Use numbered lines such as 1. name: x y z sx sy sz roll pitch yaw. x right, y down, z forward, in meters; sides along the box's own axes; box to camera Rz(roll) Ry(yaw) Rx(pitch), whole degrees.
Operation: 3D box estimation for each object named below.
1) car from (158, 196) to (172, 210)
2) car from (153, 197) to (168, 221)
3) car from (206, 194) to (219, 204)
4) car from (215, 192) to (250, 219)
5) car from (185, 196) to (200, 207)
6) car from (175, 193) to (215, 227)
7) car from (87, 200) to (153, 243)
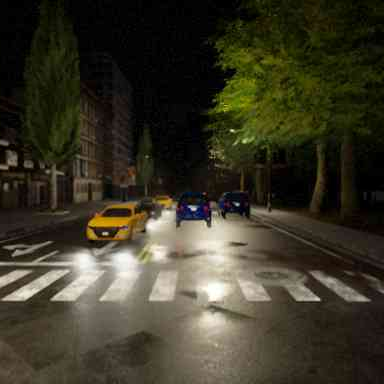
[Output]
1. car: -3.300 1.202 37.255 1.882 1.535 5.008 0 0 1
2. car: -3.322 1.349 25.544 2.033 1.411 5.357 0 0 0
3. car: 3.348 1.131 55.542 1.837 1.490 4.892 0 0 0
4. car: 3.349 1.012 27.198 2.150 2.045 5.566 0 0 0
5. car: 0.099 1.279 45.420 1.895 1.301 4.718 0 0 0
6. car: 0.100 1.052 21.536 2.150 2.045 5.566 0 0 0
7. car: -3.326 1.353 15.649 1.882 1.535 5.008 0 0 2
